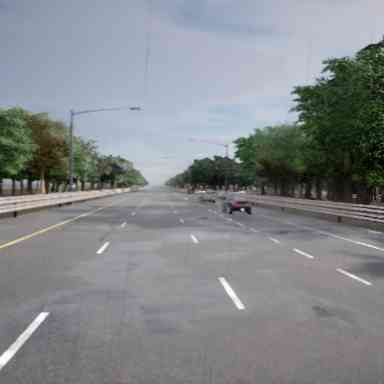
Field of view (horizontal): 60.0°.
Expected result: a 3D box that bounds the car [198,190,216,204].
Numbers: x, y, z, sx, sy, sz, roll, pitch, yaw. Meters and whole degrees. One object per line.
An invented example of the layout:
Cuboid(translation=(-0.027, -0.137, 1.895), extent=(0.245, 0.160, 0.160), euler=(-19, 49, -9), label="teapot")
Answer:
Cuboid(translation=(2.062, 0.857, 46.908), extent=(2.033, 1.411, 5.357), euler=(1, 1, -6), label="car")

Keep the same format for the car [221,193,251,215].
Cuboid(translation=(3.856, 1.128, 29.362), extent=(1.837, 1.490, 4.892), euler=(1, 1, -6), label="car")
